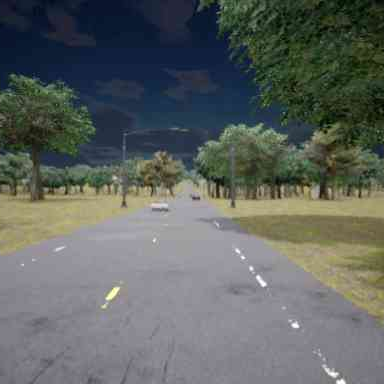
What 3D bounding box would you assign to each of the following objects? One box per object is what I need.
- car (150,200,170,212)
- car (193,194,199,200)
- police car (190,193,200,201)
[{"bbox_3d":[-3.590,1.575,37.860,1.895,1.301,4.718,0,0,0],"label":"car"},{"bbox_3d":[1.057,1.404,92.989,1.801,1.575,5.366,0,0,0],"label":"car"},{"bbox_3d":[1.056,1.359,82.906,1.930,1.638,5.238,0,0,0],"label":"police car"}]
